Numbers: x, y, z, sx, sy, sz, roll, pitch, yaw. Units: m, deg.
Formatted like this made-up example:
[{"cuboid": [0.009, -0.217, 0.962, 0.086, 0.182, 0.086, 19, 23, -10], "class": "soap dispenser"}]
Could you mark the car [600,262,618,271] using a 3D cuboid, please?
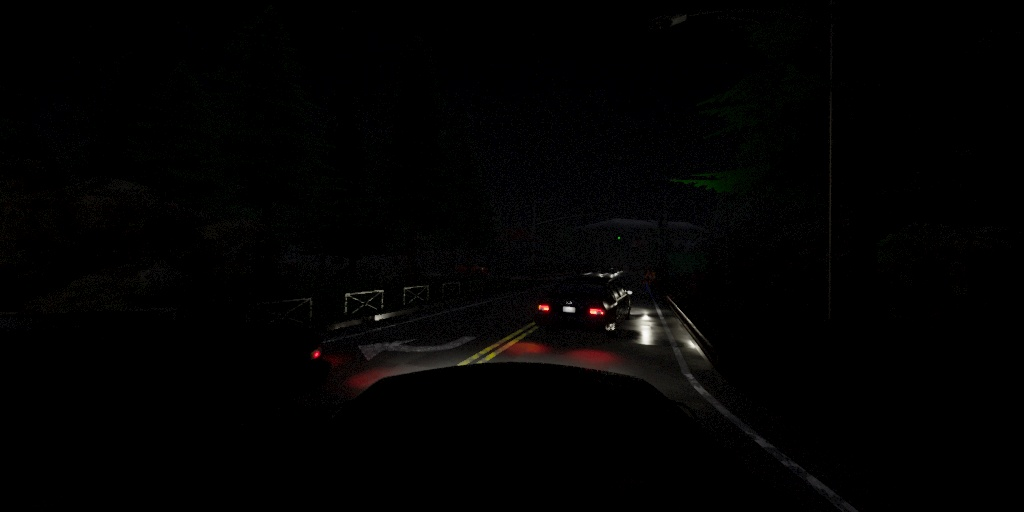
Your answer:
[{"cuboid": [15.462, 2.025, 57.932, 2.097, 1.767, 4.553, 1, -1, 20], "class": "car"}]

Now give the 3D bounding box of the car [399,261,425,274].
[{"cuboid": [-13.884, 1.481, 47.703, 4.553, 1.767, 2.097, 1, -1, 20], "class": "car"}]

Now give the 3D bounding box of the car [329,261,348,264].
[{"cuboid": [-23.442, 1.524, 51.384, 4.674, 1.442, 1.812, 1, -1, 23], "class": "car"}]

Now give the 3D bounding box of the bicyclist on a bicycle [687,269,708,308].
[{"cuboid": [7.833, 1.373, 15.106, 1.656, 1.620, 0.582, 1, -1, -35], "class": "bicyclist on a bicycle"}]

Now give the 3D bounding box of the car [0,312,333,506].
[{"cuboid": [-4.368, 1.245, 2.909, 2.033, 1.411, 5.357, 1, 0, 30], "class": "car"}]

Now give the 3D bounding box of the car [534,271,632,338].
[{"cuboid": [2.276, 1.289, 10.266, 2.033, 1.411, 5.357, 1, -1, 24], "class": "car"}]

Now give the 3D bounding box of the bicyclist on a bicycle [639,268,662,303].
[{"cuboid": [6.384, 1.361, 16.484, 1.656, 1.620, 0.582, 1, -1, -32], "class": "bicyclist on a bicycle"}]

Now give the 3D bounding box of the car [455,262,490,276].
[{"cuboid": [-4.994, 1.605, 44.528, 4.553, 1.767, 2.097, 1, -1, 20], "class": "car"}]
